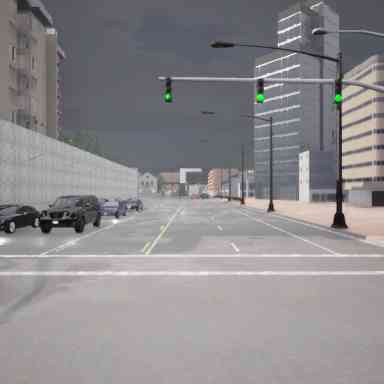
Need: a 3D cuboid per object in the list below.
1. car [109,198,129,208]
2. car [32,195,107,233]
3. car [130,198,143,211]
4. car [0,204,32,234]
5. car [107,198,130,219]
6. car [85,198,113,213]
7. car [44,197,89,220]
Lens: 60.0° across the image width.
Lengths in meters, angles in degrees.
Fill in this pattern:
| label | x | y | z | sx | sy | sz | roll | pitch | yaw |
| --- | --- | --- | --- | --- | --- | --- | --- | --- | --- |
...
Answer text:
| label | x | y | z | sx | sy | sz | roll | pitch | yaw |
| --- | --- | --- | --- | --- | --- | --- | --- | --- | --- |
| car | -10.576 | 1.601 | 48.377 | 1.895 | 1.301 | 4.718 | 0 | 0 | 0 |
| car | -7.105 | 1.221 | 20.063 | 2.150 | 2.045 | 5.566 | 0 | 0 | 0 |
| car | -7.107 | 1.491 | 40.046 | 2.128 | 1.511 | 4.902 | 0 | 0 | 0 |
| car | -10.608 | 1.505 | 19.432 | 1.837 | 1.490 | 4.892 | 0 | 0 | 0 |
| car | -7.111 | 1.526 | 29.704 | 1.812 | 1.442 | 4.674 | 0 | 0 | 0 |
| car | -10.609 | 1.505 | 38.317 | 1.837 | 1.490 | 4.892 | 0 | 0 | 0 |
| car | -10.611 | 1.352 | 28.499 | 2.097 | 1.767 | 4.553 | 0 | 0 | 0 |
